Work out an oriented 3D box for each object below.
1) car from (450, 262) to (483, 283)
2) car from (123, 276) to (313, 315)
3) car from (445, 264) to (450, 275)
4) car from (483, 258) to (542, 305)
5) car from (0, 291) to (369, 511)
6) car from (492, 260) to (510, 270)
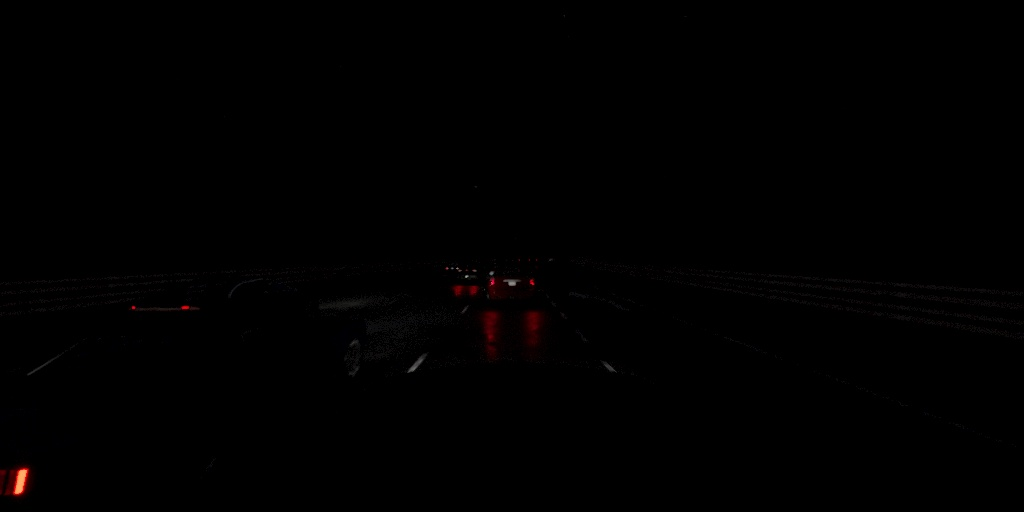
[{"bbox_3d":[-3.187,1.273,28.376,2.128,1.511,4.902,0,0,2],"label":"car"},{"bbox_3d":[-7.006,1.258,9.374,2.128,1.511,4.902,0,0,0],"label":"car"},{"bbox_3d":[-6.124,1.346,40.340,2.033,1.411,5.357,0,0,4],"label":"car"},{"bbox_3d":[0.035,1.115,16.332,2.097,1.767,4.553,0,0,1],"label":"car"},{"bbox_3d":[-3.508,1.357,4.389,1.895,1.301,4.718,0,0,0],"label":"car"},{"bbox_3d":[-1.617,1.299,53.315,2.128,1.511,4.902,0,0,5],"label":"car"}]
